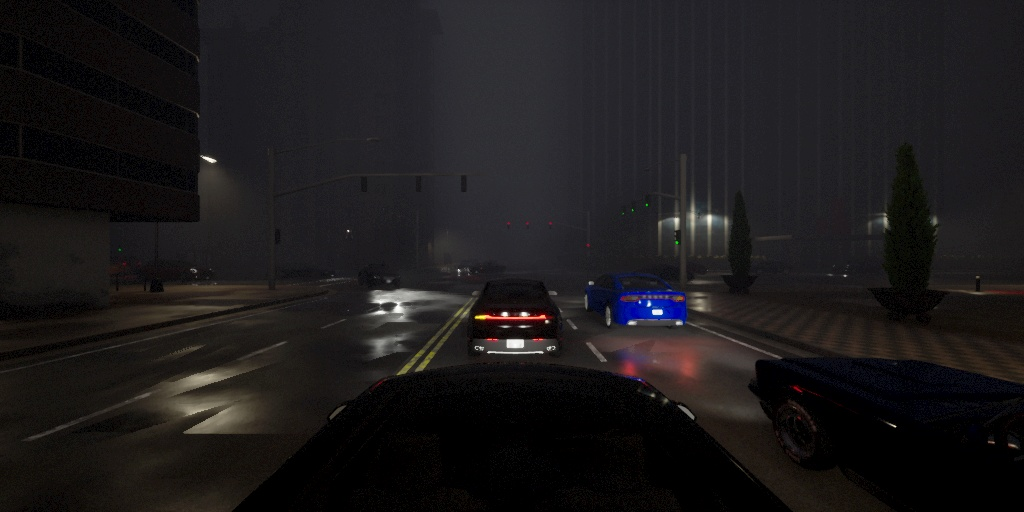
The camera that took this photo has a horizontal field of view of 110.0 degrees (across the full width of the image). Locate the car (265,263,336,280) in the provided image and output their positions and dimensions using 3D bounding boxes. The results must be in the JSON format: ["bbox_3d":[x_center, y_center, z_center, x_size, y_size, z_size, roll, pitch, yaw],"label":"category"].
[{"bbox_3d":[-18.214,1.297,31.027,5.357,1.411,2.033,0,0,-1],"label":"car"}]

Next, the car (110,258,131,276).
[{"bbox_3d":[-39.829,1.228,34.504,5.008,1.535,1.882,0,0,-1],"label":"car"}]

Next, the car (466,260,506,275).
[{"bbox_3d":[-2.543,1.351,38.804,1.895,1.301,4.718,0,0,30],"label":"car"}]

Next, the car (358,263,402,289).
[{"bbox_3d":[-8.634,1.241,23.263,2.128,1.511,4.902,1,0,-34],"label":"car"}]

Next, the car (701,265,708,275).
[{"bbox_3d":[18.700,1.314,38.606,4.181,1.385,1.994,0,0,-1],"label":"car"}]

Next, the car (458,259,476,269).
[{"bbox_3d":[-7.100,1.275,55.289,1.812,1.442,4.674,0,0,0],"label":"car"}]

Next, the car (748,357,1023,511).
[{"bbox_3d":[3.601,1.351,1.899,1.895,1.301,4.718,0,0,0],"label":"car"}]

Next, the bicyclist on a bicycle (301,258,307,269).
[{"bbox_3d":[-26.427,1.051,45.427,0.582,1.620,1.656,0,0,-1],"label":"bicyclist on a bicycle"}]

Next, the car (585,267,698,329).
[{"bbox_3d":[3.573,1.228,11.244,1.882,1.535,5.008,0,0,0],"label":"car"}]

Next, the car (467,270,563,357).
[{"bbox_3d":[0.060,1.255,8.555,1.837,1.490,4.892,0,0,0],"label":"car"}]

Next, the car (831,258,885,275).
[{"bbox_3d":[37.385,1.102,38.787,4.553,1.767,2.097,0,0,0],"label":"car"}]

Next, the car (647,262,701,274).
[{"bbox_3d":[11.846,1.314,27.836,4.181,1.385,1.994,0,0,-1],"label":"car"}]

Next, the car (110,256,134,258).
[{"bbox_3d":[-42.686,0.971,37.951,5.566,2.045,2.150,0,0,1],"label":"car"}]

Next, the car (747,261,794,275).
[{"bbox_3d":[27.552,1.255,38.697,4.892,1.490,1.837,0,0,-1],"label":"car"}]

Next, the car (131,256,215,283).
[{"bbox_3d":[-25.581,1.103,27.457,4.553,1.767,2.097,0,0,-1],"label":"car"}]
